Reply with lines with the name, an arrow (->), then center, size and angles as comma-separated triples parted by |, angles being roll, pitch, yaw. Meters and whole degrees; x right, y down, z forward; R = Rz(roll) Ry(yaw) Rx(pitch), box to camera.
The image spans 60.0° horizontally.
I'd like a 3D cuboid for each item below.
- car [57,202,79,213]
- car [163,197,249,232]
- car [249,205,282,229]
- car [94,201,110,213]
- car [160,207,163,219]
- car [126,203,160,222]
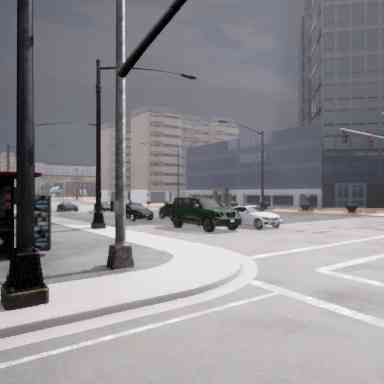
car -> -17.398, 2.090, 46.336 | 2.033, 1.411, 5.357 | 0, -1, -36
car -> 0.693, 1.335, 21.304 | 2.150, 2.045, 5.566 | 0, -1, -36
car -> 3.961, 1.634, 22.735 | 1.812, 1.442, 4.674 | 0, -1, -35
car -> -11.470, 1.957, 44.061 | 2.128, 1.511, 4.902 | 0, -1, -36
car -> -1.352, 1.740, 30.138 | 1.812, 1.442, 4.674 | 0, -1, -36
car -> -5.112, 1.738, 29.300 | 1.837, 1.490, 4.892 | 0, 0, -36
